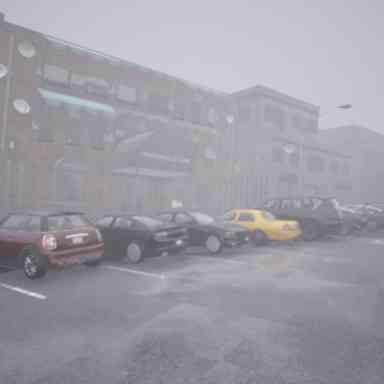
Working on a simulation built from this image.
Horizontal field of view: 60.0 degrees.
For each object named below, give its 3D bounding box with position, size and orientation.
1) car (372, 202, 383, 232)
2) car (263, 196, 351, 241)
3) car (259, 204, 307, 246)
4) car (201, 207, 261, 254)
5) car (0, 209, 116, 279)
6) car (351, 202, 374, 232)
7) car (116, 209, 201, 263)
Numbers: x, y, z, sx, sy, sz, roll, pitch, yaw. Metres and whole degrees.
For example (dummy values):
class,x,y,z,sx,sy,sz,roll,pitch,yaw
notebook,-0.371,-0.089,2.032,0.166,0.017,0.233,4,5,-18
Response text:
class,x,y,z,sx,sy,sz,roll,pitch,yaw
car,9.533,1.546,20.328,4.892,1.521,2.231,-1,-1,35
car,4.709,1.244,16.961,5.566,2.045,2.435,-1,-1,35
car,2.193,1.476,15.355,5.366,1.575,1.946,-1,-1,35
car,-0.053,1.469,13.555,5.008,1.535,2.097,-1,-1,35
car,-4.809,1.340,10.127,4.553,1.767,2.185,-1,0,35
car,7.133,1.516,18.633,4.892,1.521,2.231,-1,-1,35
car,-2.435,1.463,11.845,5.008,1.535,2.097,-1,0,35
